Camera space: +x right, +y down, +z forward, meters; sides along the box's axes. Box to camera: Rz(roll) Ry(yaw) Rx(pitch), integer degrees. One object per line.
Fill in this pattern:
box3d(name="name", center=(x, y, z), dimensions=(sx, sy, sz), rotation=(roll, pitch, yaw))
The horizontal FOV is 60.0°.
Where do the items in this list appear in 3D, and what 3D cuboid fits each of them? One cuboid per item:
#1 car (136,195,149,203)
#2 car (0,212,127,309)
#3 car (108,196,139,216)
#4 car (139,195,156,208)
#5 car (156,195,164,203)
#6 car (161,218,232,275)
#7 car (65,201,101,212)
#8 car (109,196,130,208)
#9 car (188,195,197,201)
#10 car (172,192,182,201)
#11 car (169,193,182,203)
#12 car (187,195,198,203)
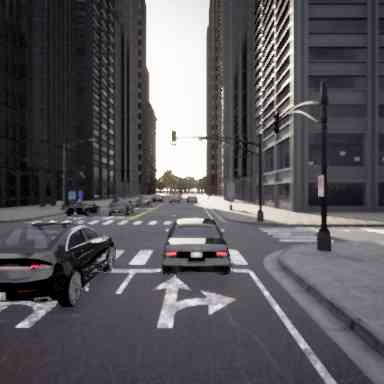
box3d(name="car", center=(-9.727, 1.280, 65.410), dimensions=(1.882, 1.535, 5.008), rotation=(0, 0, 0))
box3d(name="car", center=(-3.147, 1.468, 7.811), dimensions=(2.128, 1.511, 4.902), rotation=(0, 0, 0))
box3d(name="car", center=(-6.582, 1.401, 31.514), dimensions=(1.837, 1.490, 4.892), rotation=(0, 1, 0))
box3d(name="car", center=(-6.569, 1.358, 46.265), dimensions=(1.837, 1.490, 4.892), rotation=(0, 1, 0))
box3d(name="car", center=(-6.486, 1.283, 63.926), dimensions=(1.882, 1.535, 5.008), rotation=(0, 0, 0))
box3d(name="car", center=(0.101, 1.516, 10.326), dimensions=(2.033, 1.411, 5.357), rotation=(0, 0, 0))
box3d(name="car", center=(-9.839, 1.506, 30.245), dimensions=(1.895, 1.301, 4.718), rotation=(0, 0, 0))
box3d(name="car", center=(-9.815, 1.384, 45.361), dimensions=(1.812, 1.442, 4.674), rotation=(0, 1, 0))
box3d(name="car", center=(0.025, 1.230, 71.921), dimensions=(1.895, 1.301, 4.718), rotation=(0, 0, 0))
box3d(name="car", center=(-3.225, 0.990, 71.862), dimensions=(2.097, 1.767, 4.553), rotation=(0, 0, 0))
box3d(name="car", center=(-3.228, 1.359, 61.472), dimensions=(2.033, 1.411, 5.357), rotation=(0, 0, 0))
box3d(name="car", center=(0.021, 1.375, 61.887), dimensions=(1.994, 1.385, 4.181), rotation=(0, 0, 0))
